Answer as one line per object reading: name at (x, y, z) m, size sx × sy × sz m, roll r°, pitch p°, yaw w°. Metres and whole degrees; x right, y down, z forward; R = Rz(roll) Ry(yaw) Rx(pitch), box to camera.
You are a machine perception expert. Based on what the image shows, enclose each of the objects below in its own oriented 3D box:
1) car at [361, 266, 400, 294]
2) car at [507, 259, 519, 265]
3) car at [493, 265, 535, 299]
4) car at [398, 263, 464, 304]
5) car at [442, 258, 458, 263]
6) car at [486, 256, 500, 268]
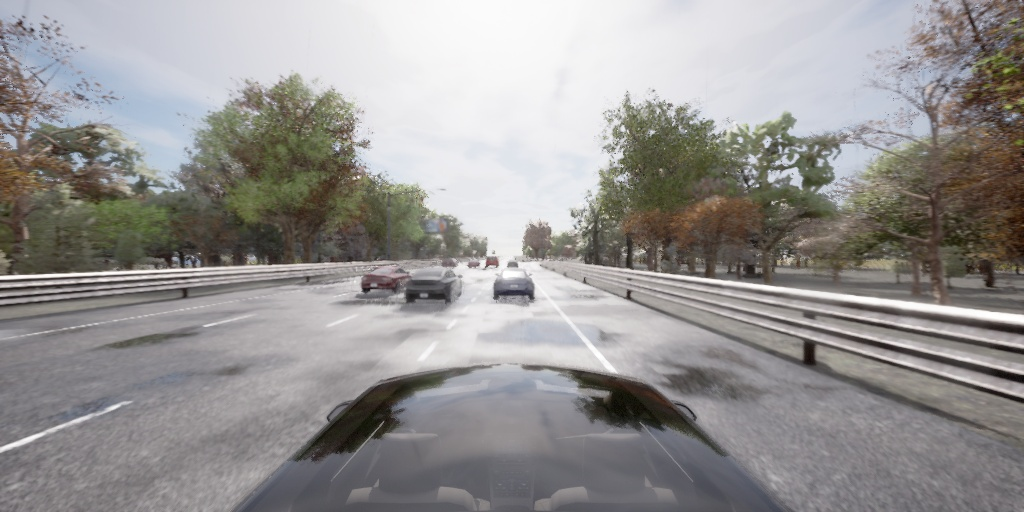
car at (-6.905, 1.287, 20.232) m, size 1.812 × 1.442 × 4.674 m, roll 0°, pitch 0°, yaw 0°
car at (0.159, 1.325, 63.010) m, size 1.812 × 1.442 × 4.674 m, roll 0°, pitch 0°, yaw 1°
car at (0.094, 1.326, 18.183) m, size 1.994 × 1.385 × 4.181 m, roll 0°, pitch 0°, yaw 0°
car at (-3.406, 1.265, 16.296) m, size 1.837 × 1.490 × 4.892 m, roll 0°, pitch 0°, yaw 0°
car at (-10.417, 1.146, 60.464) m, size 2.097 × 1.767 × 4.553 m, roll 0°, pitch 0°, yaw 0°
car at (-3.418, 1.021, 63.137) m, size 2.150 × 2.045 × 5.566 m, roll 0°, pitch 0°, yaw 0°
